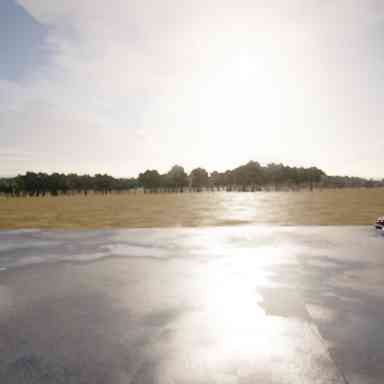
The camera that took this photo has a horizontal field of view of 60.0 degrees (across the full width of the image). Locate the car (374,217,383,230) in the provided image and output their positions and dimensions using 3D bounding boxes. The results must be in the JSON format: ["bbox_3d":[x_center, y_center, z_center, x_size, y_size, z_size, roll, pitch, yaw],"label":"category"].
[{"bbox_3d":[12.158,1.440,16.630,5.357,1.411,2.033,0,2,-4],"label":"car"}]
